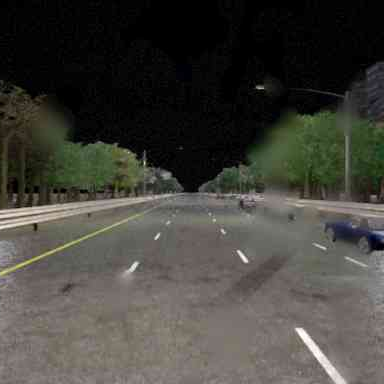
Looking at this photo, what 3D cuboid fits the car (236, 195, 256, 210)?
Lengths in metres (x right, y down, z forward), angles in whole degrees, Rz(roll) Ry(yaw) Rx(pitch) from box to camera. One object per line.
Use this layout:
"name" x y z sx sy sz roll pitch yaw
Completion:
"car" 7.068 1.477 42.900 2.128 1.511 4.902 0 0 0

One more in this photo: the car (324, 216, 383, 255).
"car" 7.008 1.595 13.203 1.895 1.301 4.718 0 0 0

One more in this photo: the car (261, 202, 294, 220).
"car" 7.037 1.553 27.755 1.994 1.385 4.181 0 0 0
